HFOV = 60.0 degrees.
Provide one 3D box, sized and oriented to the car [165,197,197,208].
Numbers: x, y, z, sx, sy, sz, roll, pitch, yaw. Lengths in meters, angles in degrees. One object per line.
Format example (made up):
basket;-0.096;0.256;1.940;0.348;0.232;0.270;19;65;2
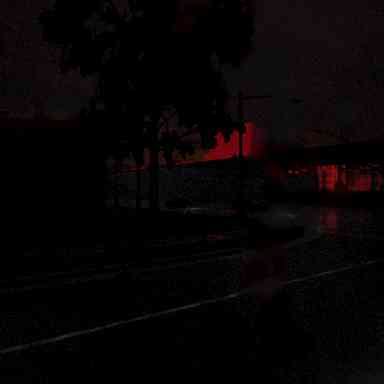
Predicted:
car;-1.949;1.590;47.877;2.033;1.411;5.357;0;0;-34

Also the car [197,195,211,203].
car;1.903;1.352;67.392;2.097;1.767;4.553;0;0;-34

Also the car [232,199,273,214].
car;6.377;1.478;35.361;1.882;1.535;5.008;0;0;-34
